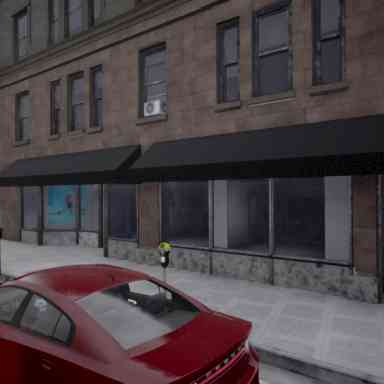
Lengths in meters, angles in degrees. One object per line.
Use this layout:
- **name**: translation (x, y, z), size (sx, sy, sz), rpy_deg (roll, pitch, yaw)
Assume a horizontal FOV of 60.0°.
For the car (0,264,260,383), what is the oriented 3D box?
- **car**: translation (-1.468, 1.545, 3.893), size (4.507, 1.381, 1.887), rpy_deg (0, 0, 35)
